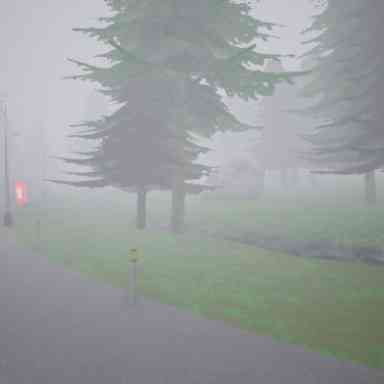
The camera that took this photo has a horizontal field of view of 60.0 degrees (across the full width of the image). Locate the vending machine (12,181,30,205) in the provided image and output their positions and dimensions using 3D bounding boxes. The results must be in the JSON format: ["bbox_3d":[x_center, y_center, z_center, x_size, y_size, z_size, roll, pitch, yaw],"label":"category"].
[{"bbox_3d":[-15.887,0.090,30.862,1.100,2.100,0.880,-8,-1,-15],"label":"vending machine"}]
